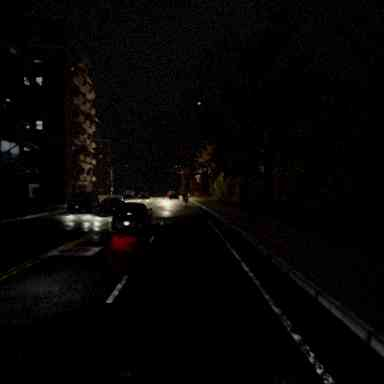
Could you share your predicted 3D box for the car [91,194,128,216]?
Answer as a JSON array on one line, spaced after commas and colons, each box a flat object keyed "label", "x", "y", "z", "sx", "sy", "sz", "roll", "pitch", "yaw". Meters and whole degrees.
[{"label": "car", "x": -7.310, "y": 1.271, "z": 30.103, "sx": 1.882, "sy": 1.535, "sz": 5.008, "roll": 0, "pitch": 0, "yaw": -3}]

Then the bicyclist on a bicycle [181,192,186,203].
[{"label": "bicyclist on a bicycle", "x": -1.383, "y": 0.974, "z": 55.306, "sx": 0.659, "sy": 1.776, "sz": 1.843, "roll": 0, "pitch": 1, "yaw": -5}]

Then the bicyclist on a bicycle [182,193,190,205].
[{"label": "bicyclist on a bicycle", "x": -0.738, "y": 1.104, "z": 46.578, "sx": 0.866, "sy": 1.612, "sz": 1.509, "roll": 0, "pitch": 1, "yaw": -4}]

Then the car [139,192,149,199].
[{"label": "car", "x": -10.259, "y": 0.818, "z": 71.092, "sx": 2.097, "sy": 1.767, "sz": 4.553, "roll": 0, "pitch": 0, "yaw": -6}]

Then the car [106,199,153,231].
[{"label": "car", "x": -3.477, "y": 1.369, "z": 19.753, "sx": 1.837, "sy": 1.490, "sz": 4.892, "roll": 0, "pitch": 0, "yaw": -2}]

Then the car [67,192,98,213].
[{"label": "car", "x": -10.712, "y": 0.994, "z": 33.316, "sx": 2.150, "sy": 2.045, "sz": 5.566, "roll": 0, "pitch": 0, "yaw": -3}]

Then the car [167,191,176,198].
[{"label": "car", "x": -5.173, "y": 0.613, "z": 84.202, "sx": 2.097, "sy": 1.767, "sz": 4.553, "roll": 0, "pitch": 0, "yaw": -7}]

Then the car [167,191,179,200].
[{"label": "car", "x": -3.980, "y": 0.948, "z": 73.519, "sx": 1.882, "sy": 1.535, "sz": 5.008, "roll": 0, "pitch": 0, "yaw": -6}]

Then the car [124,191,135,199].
[{"label": "car", "x": -13.783, "y": 0.693, "z": 73.511, "sx": 2.150, "sy": 2.045, "sz": 5.566, "roll": 0, "pitch": 0, "yaw": -6}]
